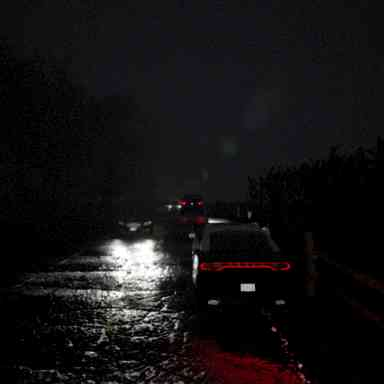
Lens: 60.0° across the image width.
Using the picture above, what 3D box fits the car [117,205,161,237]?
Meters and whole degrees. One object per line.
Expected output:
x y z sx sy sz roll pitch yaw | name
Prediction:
-2.779 1.488 18.159 2.128 1.511 4.902 0 0 0 | car

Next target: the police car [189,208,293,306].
0.949 1.423 8.251 1.930 1.638 5.238 0 0 0 | police car

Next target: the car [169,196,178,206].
-2.836 1.471 55.878 1.882 1.535 5.008 0 0 0 | car

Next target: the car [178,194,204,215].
0.011 1.216 33.869 2.150 2.045 5.566 0 0 0 | car
